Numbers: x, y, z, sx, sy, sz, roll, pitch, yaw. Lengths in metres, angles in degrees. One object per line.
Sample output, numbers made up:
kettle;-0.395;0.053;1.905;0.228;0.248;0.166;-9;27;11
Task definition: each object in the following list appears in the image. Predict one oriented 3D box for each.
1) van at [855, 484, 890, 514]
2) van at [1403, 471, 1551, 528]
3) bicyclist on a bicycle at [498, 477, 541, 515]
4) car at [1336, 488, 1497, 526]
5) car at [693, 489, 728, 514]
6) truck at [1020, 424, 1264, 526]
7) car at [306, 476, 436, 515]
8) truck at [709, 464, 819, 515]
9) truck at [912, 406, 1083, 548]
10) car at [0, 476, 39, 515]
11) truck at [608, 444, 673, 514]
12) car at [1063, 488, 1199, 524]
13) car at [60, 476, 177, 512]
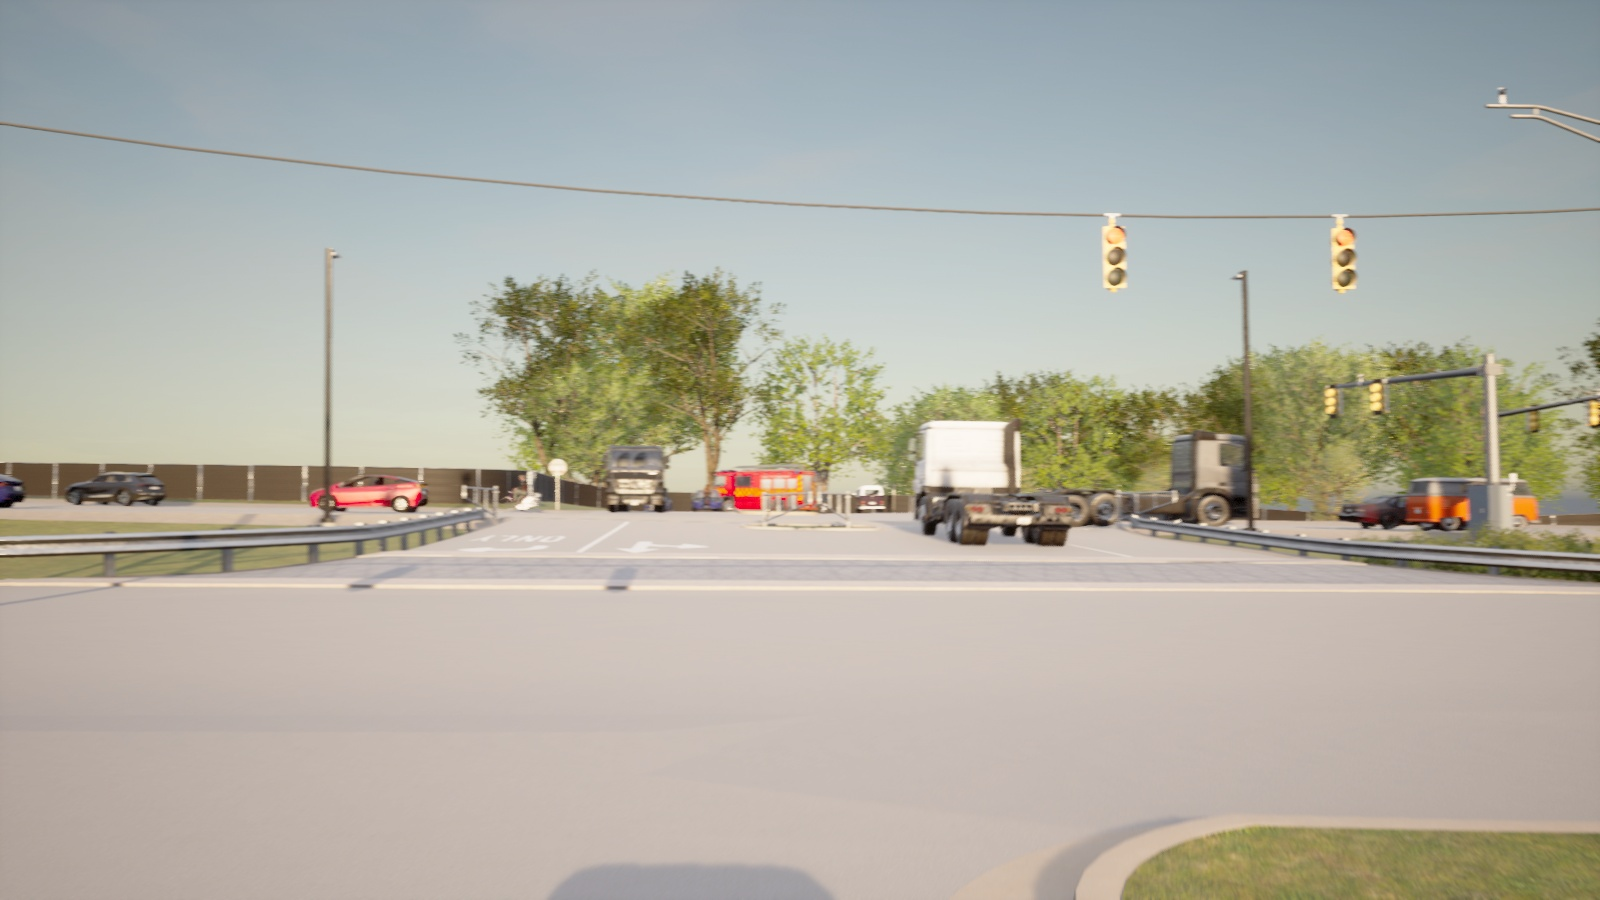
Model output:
van;5.248;3.573;91.286;2.069;2.038;4.480;-1;-3;-3
van;24.641;1.801;45.781;4.442;1.987;1.775;1;-3;-3
bicyclist on a bicycle;-12.984;2.134;58.229;1.843;1.776;0.659;1;-3;-3
car;24.117;2.246;49.240;5.357;1.411;2.033;1;-3;-3
car;-5.717;3.300;80.299;2.163;1.488;4.792;0;-3;-4
truck;12.164;0.937;45.071;7.936;3.462;2.891;1;-2;-4
car;-17.139;1.841;50.331;4.514;1.525;2.007;0;-3;-3
truck;-2.893;3.152;98.443;8.468;3.827;2.891;-2;-3;33
truck;5.212;0.720;34.805;2.891;3.462;7.936;1;-1;-5
car;-33.009;1.781;49.396;4.792;1.488;2.163;0;-3;-3
truck;-8.267;1.590;65.804;2.891;3.462;7.936;0;-3;-4
car;12.769;2.171;48.576;4.718;1.301;1.895;1;-3;-3
car;-32.866;2.126;60.619;4.856;1.649;2.033;0;-2;15
